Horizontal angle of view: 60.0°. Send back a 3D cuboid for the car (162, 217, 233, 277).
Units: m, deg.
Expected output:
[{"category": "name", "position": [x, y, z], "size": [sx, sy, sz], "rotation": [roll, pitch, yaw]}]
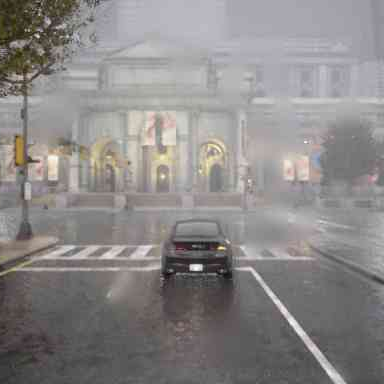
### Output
[{"category": "car", "position": [0.203, 1.523, 10.261], "size": [1.837, 1.490, 4.892], "rotation": [0, 0, 2]}]
